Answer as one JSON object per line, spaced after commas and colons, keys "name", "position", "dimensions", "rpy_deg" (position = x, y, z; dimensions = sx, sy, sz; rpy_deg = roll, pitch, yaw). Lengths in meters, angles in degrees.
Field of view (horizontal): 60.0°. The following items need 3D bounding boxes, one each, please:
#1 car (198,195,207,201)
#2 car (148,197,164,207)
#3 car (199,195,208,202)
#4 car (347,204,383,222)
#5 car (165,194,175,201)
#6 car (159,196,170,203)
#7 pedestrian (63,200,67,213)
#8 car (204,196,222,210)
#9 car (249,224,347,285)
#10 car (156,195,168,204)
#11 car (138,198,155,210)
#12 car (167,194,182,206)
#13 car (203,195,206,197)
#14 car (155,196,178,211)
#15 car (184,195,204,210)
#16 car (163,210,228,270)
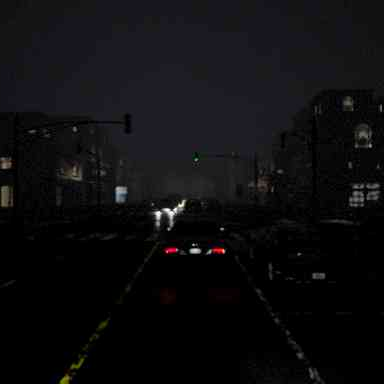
{"name": "car", "position": [2.722, 1.565, 85.822], "dimensions": [2.008, 1.369, 4.403], "rpy_deg": [0, 0, 0]}
{"name": "car", "position": [-5.669, 1.555, 52.705], "dimensions": [2.008, 1.369, 4.403], "rpy_deg": [0, 0, 0]}
{"name": "car", "position": [2.721, 1.452, 80.299], "dimensions": [1.967, 1.590, 4.097], "rpy_deg": [0, 0, 0]}
{"name": "car", "position": [14.820, 1.650, 26.829], "dimensions": [4.181, 1.385, 1.994], "rpy_deg": [0, 0, 1]}
{"name": "car", "position": [-5.657, 1.330, 85.839], "dimensions": [2.192, 1.841, 5.009], "rpy_deg": [0, 0, 0]}
{"name": "car", "position": [-5.664, 1.534, 69.102], "dimensions": [1.752, 1.417, 4.829], "rpy_deg": [0, 0, 0]}
{"name": "pedestrian", "position": [-12.540, 1.413, 32.796], "dimensions": [0.375, 1.300, 0.375], "rpy_deg": [0, -1, 1]}
{"name": "car", "position": [2.708, 1.569, 41.646], "dimensions": [1.947, 1.339, 4.313], "rpy_deg": [0, 0, 0]}
{"name": "car", "position": [2.698, 1.551, 9.256], "dimensions": [2.008, 1.369, 4.403], "rpy_deg": [0, 0, 0]}
{"name": "car", "position": [-5.665, 1.447, 63.750], "dimensions": [1.967, 1.590, 4.097], "rpy_deg": [0, 0, 0]}
{"name": "car", "position": [-5.672, 1.585, 41.662], "dimensions": [1.802, 1.307, 4.206], "rpy_deg": [0, 0, 0]}
{"name": "car", "position": [-3.049, 1.496, 51.051], "dimensions": [2.128, 1.511, 4.902], "rpy_deg": [0, 0, 0]}
{"name": "car", "position": [2.711, 1.586, 52.689], "dimensions": [1.802, 1.307, 4.206], "rpy_deg": [0, 0, 0]}
{"name": "car", "position": [-3.095, 1.529, 40.699], "dimensions": [1.812, 1.442, 4.674], "rpy_deg": [0, 0, 1]}
{"name": "car", "position": [0.112, 1.480, 37.693], "dimensions": [1.882, 1.535, 5.008], "rpy_deg": [0, 0, 0]}
{"name": "car", "position": [0.131, 1.548, 10.971], "dimensions": [2.033, 1.411, 5.357], "rpy_deg": [0, 0, 1]}
